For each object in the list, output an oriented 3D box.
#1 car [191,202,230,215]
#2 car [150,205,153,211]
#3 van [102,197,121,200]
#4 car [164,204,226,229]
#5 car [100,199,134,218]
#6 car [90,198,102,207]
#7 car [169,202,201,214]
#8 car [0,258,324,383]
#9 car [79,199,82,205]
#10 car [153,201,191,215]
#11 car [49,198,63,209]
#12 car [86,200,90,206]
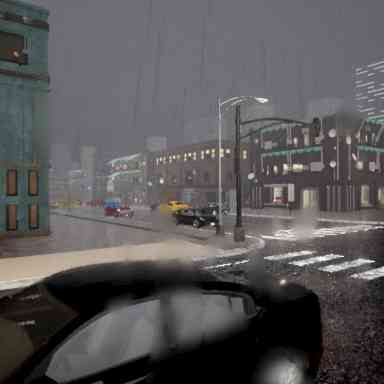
[{"bbox_3d":[2.235,1.810,35.847,2.008,1.369,4.403,-2,0,-35],"label":"car"},{"bbox_3d":[-4.160,1.966,44.883,1.802,1.307,4.206,-1,0,-35],"label":"car"},{"bbox_3d":[-13.760,1.907,58.435,1.690,1.788,3.998,-1,0,-35],"label":"van"},{"bbox_3d":[0.118,1.814,24.125,1.947,1.339,4.313,-1,0,-35],"label":"car"},{"bbox_3d":[-7.804,1.846,35.521,1.967,1.590,4.097,-1,0,-35],"label":"car"},{"bbox_3d":[-16.959,1.940,62.953,2.192,1.841,5.009,-1,0,-35],"label":"car"},{"bbox_3d":[-0.962,1.904,40.366,1.802,1.307,4.206,-2,0,-35],"label":"car"},{"bbox_3d":[-0.844,1.477,3.080,5.008,1.535,1.882,0,0,-35],"label":"car"},{"bbox_3d":[-26.548,2.364,76.507,1.947,1.339,4.313,-1,0,-35],"label":"car"},{"bbox_3d":[-2.106,1.806,37.489,1.882,1.535,5.008,-1,0,-35],"label":"car"},{"bbox_3d":[-23.694,2.233,57.971,1.752,1.417,4.829,-1,0,-35],"label":"car"},{"bbox_3d":[-20.152,2.228,67.471,1.887,1.381,4.507,-1,0,-35],"label":"car"}]
